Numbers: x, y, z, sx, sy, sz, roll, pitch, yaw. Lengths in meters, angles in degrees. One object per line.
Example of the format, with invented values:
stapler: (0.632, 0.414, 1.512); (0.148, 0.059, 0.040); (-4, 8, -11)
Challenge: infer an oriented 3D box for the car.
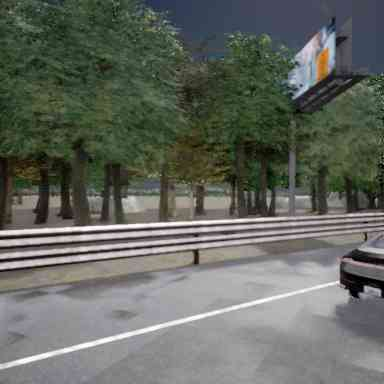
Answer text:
car: (5.245, 1.584, 7.321); (4.902, 1.511, 2.128); (1, 0, -34)
